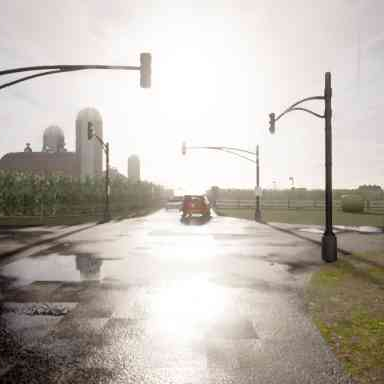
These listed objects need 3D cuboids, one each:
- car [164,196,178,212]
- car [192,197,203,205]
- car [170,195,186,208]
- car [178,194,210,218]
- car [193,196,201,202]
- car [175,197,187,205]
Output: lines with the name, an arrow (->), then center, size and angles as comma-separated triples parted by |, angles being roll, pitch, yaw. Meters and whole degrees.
car -> -2.197, 1.564, 40.094 | 1.812, 1.442, 4.674 | 0, 0, 1
car -> 0.994, 1.677, 61.671 | 1.895, 1.301, 4.718 | 0, 0, 1
car -> -2.086, 1.405, 49.921 | 2.097, 1.767, 4.553 | 0, 0, 1
car -> 0.425, 1.248, 30.609 | 2.150, 2.045, 5.566 | 1, 0, 7
car -> 1.093, 1.723, 80.184 | 1.895, 1.301, 4.718 | 0, 0, 1
car -> -1.951, 1.620, 60.102 | 2.033, 1.411, 5.357 | 0, 0, 1
